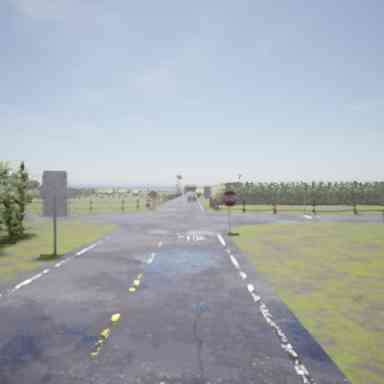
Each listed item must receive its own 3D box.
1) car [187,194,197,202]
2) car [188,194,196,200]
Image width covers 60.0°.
[{"bbox_3d":[0.024,1.258,76.639,2.097,1.767,4.553,0,0,0],"label":"car"},{"bbox_3d":[0.027,1.262,86.673,2.033,1.411,5.357,0,0,0],"label":"car"}]
